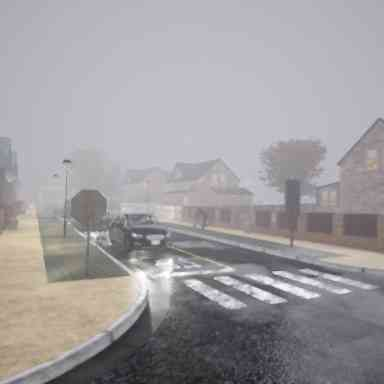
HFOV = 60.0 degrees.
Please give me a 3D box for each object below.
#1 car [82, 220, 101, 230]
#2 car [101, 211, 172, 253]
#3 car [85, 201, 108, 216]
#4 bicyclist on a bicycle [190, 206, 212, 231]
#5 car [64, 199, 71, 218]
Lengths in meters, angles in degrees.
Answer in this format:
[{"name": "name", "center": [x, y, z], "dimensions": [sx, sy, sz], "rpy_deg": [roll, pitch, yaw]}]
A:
[{"name": "car", "center": [-7.066, 1.939, 24.772], "dimensions": [2.033, 1.411, 5.357], "rpy_deg": [2, -2, -25]}, {"name": "car", "center": [-2.438, 1.716, 15.004], "dimensions": [2.128, 1.511, 4.902], "rpy_deg": [2, -2, -25]}, {"name": "car", "center": [-12.303, 2.111, 42.621], "dimensions": [2.097, 1.767, 4.553], "rpy_deg": [2, -2, -25]}, {"name": "bicyclist on a bicycle", "center": [0.618, 1.797, 22.243], "dimensions": [1.656, 1.620, 0.582], "rpy_deg": [2, -2, -25]}, {"name": "car", "center": [-13.577, 1.838, 38.628], "dimensions": [2.150, 2.045, 5.566], "rpy_deg": [2, -1, -25]}]
